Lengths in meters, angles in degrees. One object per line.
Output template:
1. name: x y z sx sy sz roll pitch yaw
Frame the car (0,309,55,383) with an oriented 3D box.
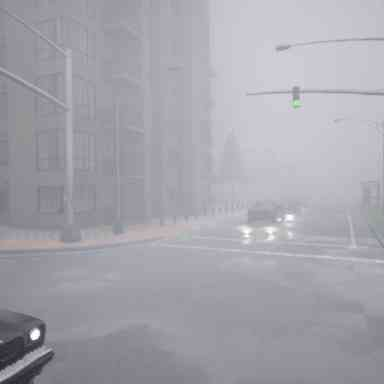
1. car: -3.934 1.646 3.769 4.718 1.301 1.895 -1 0 23

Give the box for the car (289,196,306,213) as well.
1. car: 9.494 1.198 32.620 2.128 1.511 4.902 0 0 25

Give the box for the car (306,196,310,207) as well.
1. car: 13.773 1.150 41.830 2.033 1.411 5.357 0 0 25

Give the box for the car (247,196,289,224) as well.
1. car: 5.342 1.285 23.600 1.882 1.535 5.008 0 0 25
